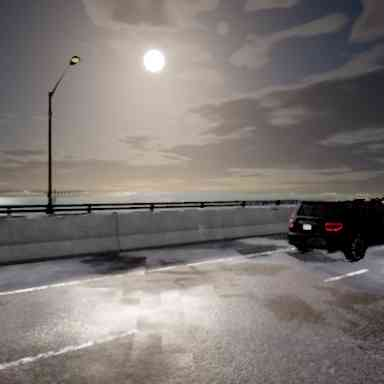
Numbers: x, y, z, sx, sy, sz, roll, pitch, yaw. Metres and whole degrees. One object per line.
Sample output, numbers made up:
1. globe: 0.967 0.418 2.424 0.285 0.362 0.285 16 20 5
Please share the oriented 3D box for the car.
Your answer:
1. car: 5.943 1.227 12.326 5.566 2.045 2.150 0 0 -35
